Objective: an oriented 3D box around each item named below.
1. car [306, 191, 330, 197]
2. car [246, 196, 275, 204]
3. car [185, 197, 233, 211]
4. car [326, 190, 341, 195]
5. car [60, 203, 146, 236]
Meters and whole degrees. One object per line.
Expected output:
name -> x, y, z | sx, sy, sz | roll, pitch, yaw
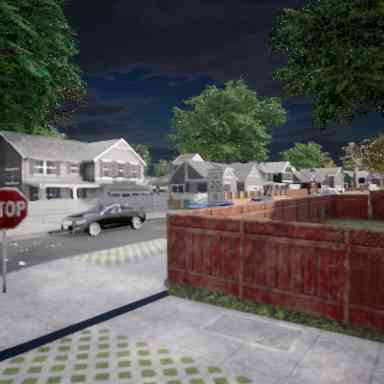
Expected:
car -> 14.819, 0.879, 40.267 | 1.994, 1.385, 4.181 | 0, 1, 36
car -> 7.170, 1.056, 34.343 | 1.994, 1.385, 4.181 | 0, 1, 36
car -> 1.421, 1.151, 26.148 | 1.882, 1.535, 5.008 | 0, 1, 35
car -> 20.435, 0.490, 48.395 | 2.097, 1.767, 4.553 | 0, 1, 35
car -> -4.540, 1.349, 17.618 | 2.128, 1.511, 4.902 | 0, 1, 35
